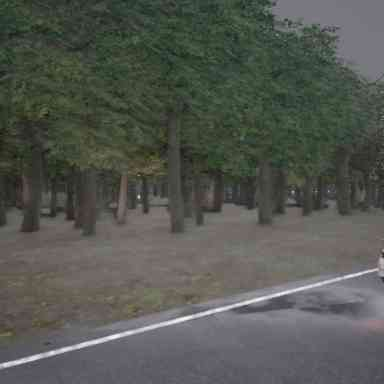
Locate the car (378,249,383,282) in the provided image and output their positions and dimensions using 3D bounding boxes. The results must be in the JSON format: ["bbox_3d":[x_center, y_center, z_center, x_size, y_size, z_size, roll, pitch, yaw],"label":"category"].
[{"bbox_3d":[6.348,1.547,8.099,4.674,1.442,1.812,0,0,-34],"label":"car"}]
